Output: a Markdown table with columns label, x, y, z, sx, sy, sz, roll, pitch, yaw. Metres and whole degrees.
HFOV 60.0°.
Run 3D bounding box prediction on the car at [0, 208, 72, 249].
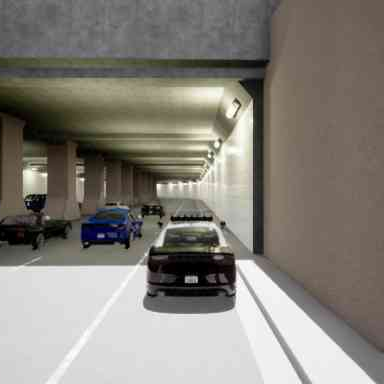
| label | x | y | z | sx | sy | sz | roll | pitch | yaw |
| --- | --- | --- | --- | --- | --- | --- | --- | --- | --- |
| car | -6.894 | 1.601 | 14.515 | 1.895 | 1.301 | 4.718 | 0 | 0 | 0 |

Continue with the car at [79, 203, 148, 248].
| label | x | y | z | sx | sy | sz | roll | pitch | yaw |
| --- | --- | --- | --- | --- | --- | --- | --- | --- | --- |
| car | -3.390 | 1.478 | 14.884 | 1.882 | 1.535 | 5.008 | 0 | 0 | 0 |

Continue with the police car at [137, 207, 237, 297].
| label | x | y | z | sx | sy | sz | roll | pitch | yaw |
| --- | --- | --- | --- | --- | --- | --- | --- | --- | --- |
| police car | -0.012 | 1.425 | 8.760 | 1.930 | 1.638 | 5.238 | 0 | 0 | 0 |

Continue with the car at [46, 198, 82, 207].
| label | x | y | z | sx | sy | sz | roll | pitch | yaw |
| --- | --- | --- | --- | --- | --- | --- | --- | --- | --- |
| car | -13.896 | 1.547 | 37.160 | 2.033 | 1.411 | 5.357 | 0 | 0 | 0 |

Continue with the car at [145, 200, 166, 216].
| label | x | y | z | sx | sy | sz | roll | pitch | yaw |
| --- | --- | --- | --- | --- | --- | --- | --- | --- | --- |
| car | -3.392 | 1.492 | 29.701 | 2.128 | 1.511 | 4.902 | 0 | 0 | 0 |

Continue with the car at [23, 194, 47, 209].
| label | x | y | z | sx | sy | sz | roll | pitch | yaw |
| --- | --- | --- | --- | --- | --- | --- | --- | --- | --- |
| car | -17.396 | 1.206 | 37.111 | 2.150 | 2.045 | 5.566 | 0 | 0 | 0 |

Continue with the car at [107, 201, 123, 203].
| label | x | y | z | sx | sy | sz | roll | pitch | yaw |
| --- | --- | --- | --- | --- | --- | --- | --- | --- | --- |
| car | -6.890 | 1.526 | 29.784 | 1.812 | 1.442 | 4.674 | 0 | 0 | 0 |
